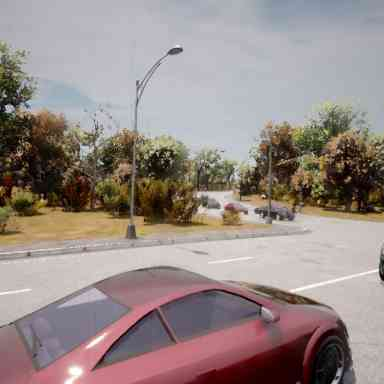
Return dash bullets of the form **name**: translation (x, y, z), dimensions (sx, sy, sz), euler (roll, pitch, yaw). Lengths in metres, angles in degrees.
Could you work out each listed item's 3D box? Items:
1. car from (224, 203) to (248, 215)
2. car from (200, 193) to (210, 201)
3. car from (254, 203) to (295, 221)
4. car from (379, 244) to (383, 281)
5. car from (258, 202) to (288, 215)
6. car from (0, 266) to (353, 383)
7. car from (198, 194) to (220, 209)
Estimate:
- **car**: translation (5.962, 2.204, 45.364), dimensions (1.812, 1.442, 4.674), euler (3, 0, -19)
- **car**: translation (3.063, 1.121, 78.666), dimensions (2.128, 1.511, 4.902), euler (2, 2, -1)
- **car**: translation (9.311, 2.296, 36.707), dimensions (1.837, 1.490, 4.892), euler (3, -1, -23)
- **car**: translation (6.943, 1.485, 8.756), dimensions (4.553, 1.767, 2.097), euler (2, -1, -36)
- **car**: translation (12.033, 2.419, 49.766), dimensions (1.882, 1.535, 5.008), euler (2, 1, -18)
- **car**: translation (-0.075, 1.571, 3.696), dimensions (4.181, 1.385, 1.994), euler (0, 0, -36)
- **car**: translation (3.138, 1.751, 54.926), dimensions (2.097, 1.767, 4.553), euler (3, 1, -14)
